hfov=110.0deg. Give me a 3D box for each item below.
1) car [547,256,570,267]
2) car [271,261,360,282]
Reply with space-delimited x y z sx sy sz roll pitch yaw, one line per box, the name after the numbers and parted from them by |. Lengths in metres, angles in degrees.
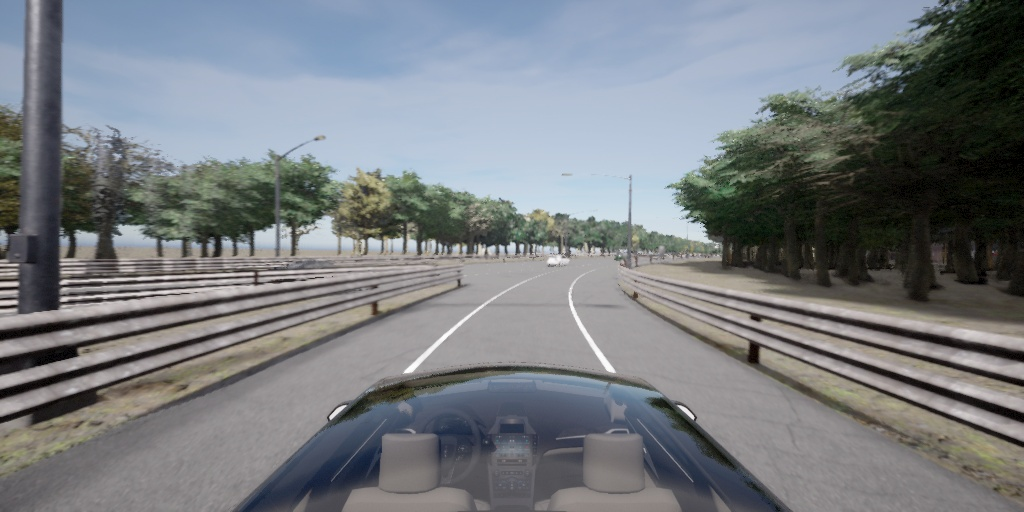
6.447 0.654 49.637 1.812 1.442 4.674 2 2 33 | car
-11.823 1.022 21.977 1.882 1.535 5.008 2 1 33 | car
